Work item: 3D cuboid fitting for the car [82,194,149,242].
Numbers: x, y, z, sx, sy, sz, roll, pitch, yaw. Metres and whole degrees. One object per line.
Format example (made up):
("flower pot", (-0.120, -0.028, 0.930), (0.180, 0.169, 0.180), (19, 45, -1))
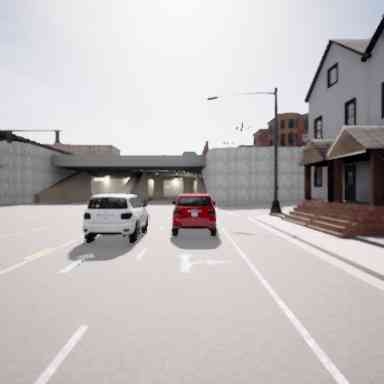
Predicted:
("car", (-3.406, 1.105, 15.750), (2.150, 2.045, 5.566), (0, 0, 0))

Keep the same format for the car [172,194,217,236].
("car", (0.102, 1.091, 17.783), (2.150, 2.045, 5.566), (0, 0, 0))
